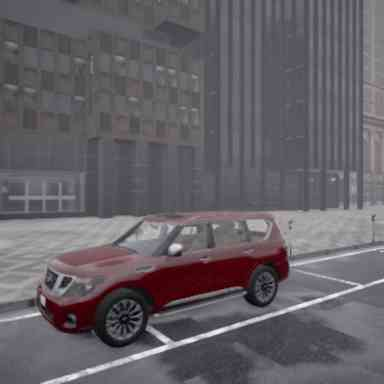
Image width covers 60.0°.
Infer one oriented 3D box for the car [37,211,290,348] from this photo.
[{"bbox_3d":[-0.206,1.335,6.506,5.009,1.841,2.192,0,0,-35],"label":"car"}]
